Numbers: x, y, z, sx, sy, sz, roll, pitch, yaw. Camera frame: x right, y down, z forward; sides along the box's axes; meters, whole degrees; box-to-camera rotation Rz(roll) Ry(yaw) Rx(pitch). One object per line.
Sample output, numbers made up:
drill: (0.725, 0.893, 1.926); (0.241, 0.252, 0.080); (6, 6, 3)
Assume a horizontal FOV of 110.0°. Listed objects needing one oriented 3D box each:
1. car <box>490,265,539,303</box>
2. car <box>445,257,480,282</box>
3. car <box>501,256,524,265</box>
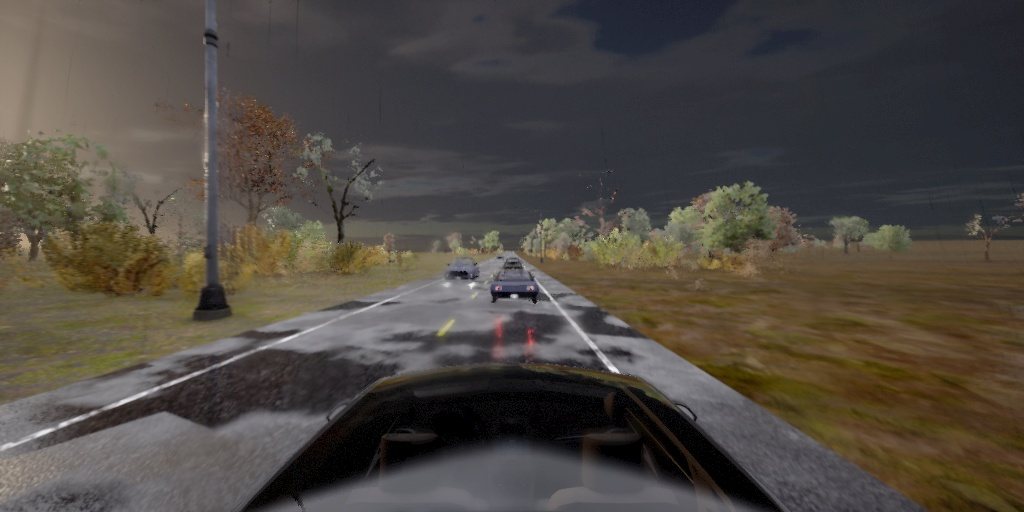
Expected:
car: (0.097, 1.229, 15.819); (1.895, 1.301, 4.718); (0, 0, 0)
car: (-3.593, 0.886, 26.460); (2.097, 1.767, 4.553); (0, 1, 0)
car: (0.095, 0.952, 36.078); (1.837, 1.490, 4.892); (0, 1, 0)
